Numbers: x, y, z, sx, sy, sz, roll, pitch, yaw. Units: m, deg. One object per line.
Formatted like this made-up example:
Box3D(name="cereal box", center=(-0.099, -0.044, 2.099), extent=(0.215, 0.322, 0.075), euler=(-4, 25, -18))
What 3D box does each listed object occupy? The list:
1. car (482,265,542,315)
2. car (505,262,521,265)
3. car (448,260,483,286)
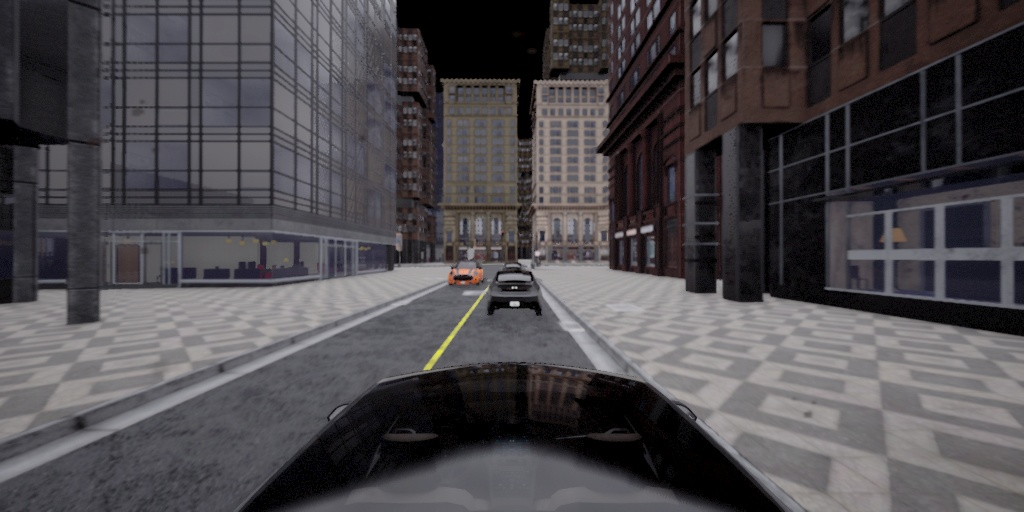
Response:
Box3D(name="car", center=(0.088, 1.253, 13.519), extent=(1.837, 1.490, 4.892), euler=(0, 0, 0))
Box3D(name="car", center=(0.084, 1.261, 29.447), extent=(1.837, 1.490, 4.892), euler=(0, 0, 0))
Box3D(name="car", center=(-3.108, 1.105, 24.991), extent=(2.097, 1.767, 4.553), euler=(0, 0, 0))
